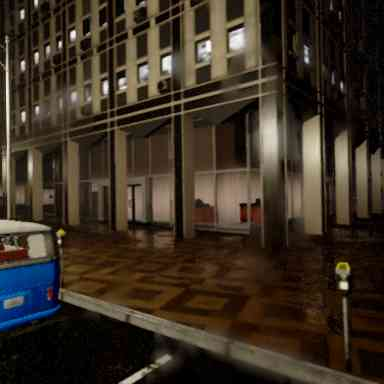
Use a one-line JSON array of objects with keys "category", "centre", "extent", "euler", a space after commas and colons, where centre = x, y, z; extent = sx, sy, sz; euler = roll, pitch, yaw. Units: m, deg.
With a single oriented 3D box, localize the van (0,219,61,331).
[{"category": "van", "centre": [-4.021, 1.351, 5.901], "extent": [3.998, 1.788, 1.690], "euler": [0, -1, 37]}]
